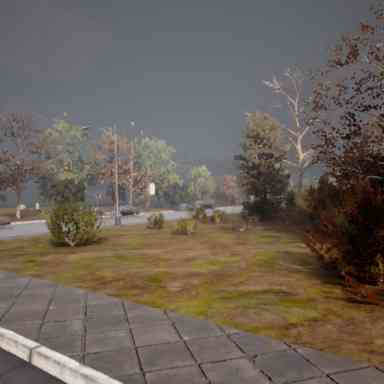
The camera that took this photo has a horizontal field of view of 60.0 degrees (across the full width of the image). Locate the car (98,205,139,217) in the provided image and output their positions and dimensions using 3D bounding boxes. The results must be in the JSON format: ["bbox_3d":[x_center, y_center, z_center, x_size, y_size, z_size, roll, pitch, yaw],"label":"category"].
[{"bbox_3d":[-8.436,2.380,40.136,2.128,1.511,4.902,-3,-2,32],"label":"car"}]

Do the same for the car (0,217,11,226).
[{"bbox_3d":[-17.364,2.393,26.350,2.033,1.411,5.357,-3,-2,34],"label":"car"}]

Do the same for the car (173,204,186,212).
[{"bbox_3d":[-1.426,2.733,57.695,1.994,1.385,4.181,-3,-2,32],"label":"car"}]

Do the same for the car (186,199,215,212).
[{"bbox_3d":[1.920,2.318,56.454,2.150,2.045,5.566,-3,-2,32],"label":"car"}]
